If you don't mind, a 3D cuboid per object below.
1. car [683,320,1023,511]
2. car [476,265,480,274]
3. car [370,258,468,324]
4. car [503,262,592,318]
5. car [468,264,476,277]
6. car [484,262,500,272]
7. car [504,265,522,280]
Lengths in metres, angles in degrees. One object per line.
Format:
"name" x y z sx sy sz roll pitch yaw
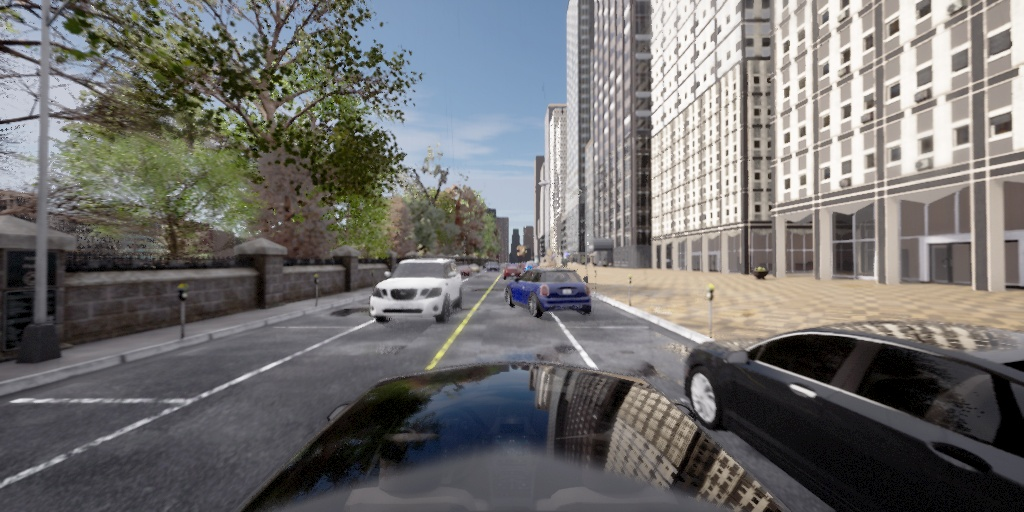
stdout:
"car" 3.145 1.265 2.766 1.837 1.490 4.892 0 -1 0
"car" -5.694 1.852 53.125 1.751 1.417 4.829 0 0 0
"car" -3.102 1.091 12.914 2.150 2.045 5.566 0 0 0
"car" 1.247 1.234 14.021 2.097 1.767 4.553 0 -1 -16
"car" -5.693 1.740 42.031 1.888 1.381 4.507 0 0 0
"car" -3.002 1.761 58.566 2.097 1.767 4.553 0 -1 0
"car" 0.093 1.677 38.280 1.812 1.442 4.674 0 -1 0
